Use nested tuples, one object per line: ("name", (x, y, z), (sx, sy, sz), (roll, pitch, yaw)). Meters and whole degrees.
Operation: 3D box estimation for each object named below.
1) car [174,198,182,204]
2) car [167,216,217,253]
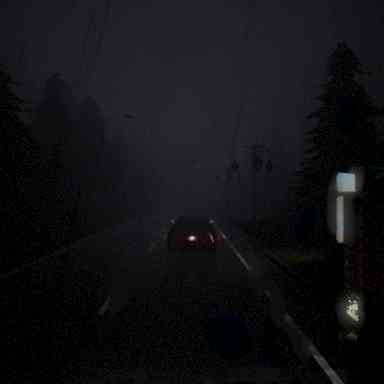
("car", (-3.488, 2.292, 83.988), (1.837, 1.490, 4.892), (0, -1, 0))
("car", (0.006, 1.701, 14.329), (1.994, 1.385, 4.181), (0, 0, 0))
